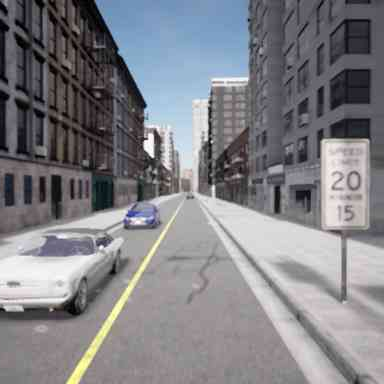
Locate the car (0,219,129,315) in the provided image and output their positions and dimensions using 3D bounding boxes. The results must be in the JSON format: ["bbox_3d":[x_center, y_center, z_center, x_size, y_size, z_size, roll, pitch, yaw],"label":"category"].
[{"bbox_3d":[-2.888,1.553,7.571,1.895,1.301,4.718,0,0,0],"label":"car"}]

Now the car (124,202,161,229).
[{"bbox_3d":[-2.943,1.388,20.472,1.812,1.442,4.674,0,0,0],"label":"car"}]

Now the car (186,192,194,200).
[{"bbox_3d":[-0.438,1.058,77.254,1.994,1.385,4.181,0,0,0],"label":"car"}]

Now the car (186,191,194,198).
[{"bbox_3d":[-0.496,0.748,87.278,2.097,1.767,4.553,0,0,0],"label":"car"}]
